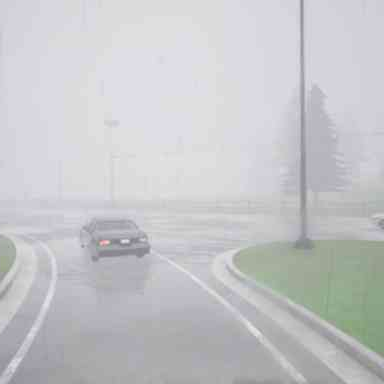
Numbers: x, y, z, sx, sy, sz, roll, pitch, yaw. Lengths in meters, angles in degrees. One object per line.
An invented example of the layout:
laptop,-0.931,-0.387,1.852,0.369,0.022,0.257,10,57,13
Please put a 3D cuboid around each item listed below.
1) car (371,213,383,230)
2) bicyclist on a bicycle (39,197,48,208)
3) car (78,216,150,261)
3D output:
car,12.842,1.493,18.966,4.674,1.442,1.812,-1,0,30
bicyclist on a bicycle,-23.276,1.641,52.270,0.582,1.620,1.656,-1,0,30
car,-3.143,1.612,12.700,2.033,1.411,5.357,0,0,-25
